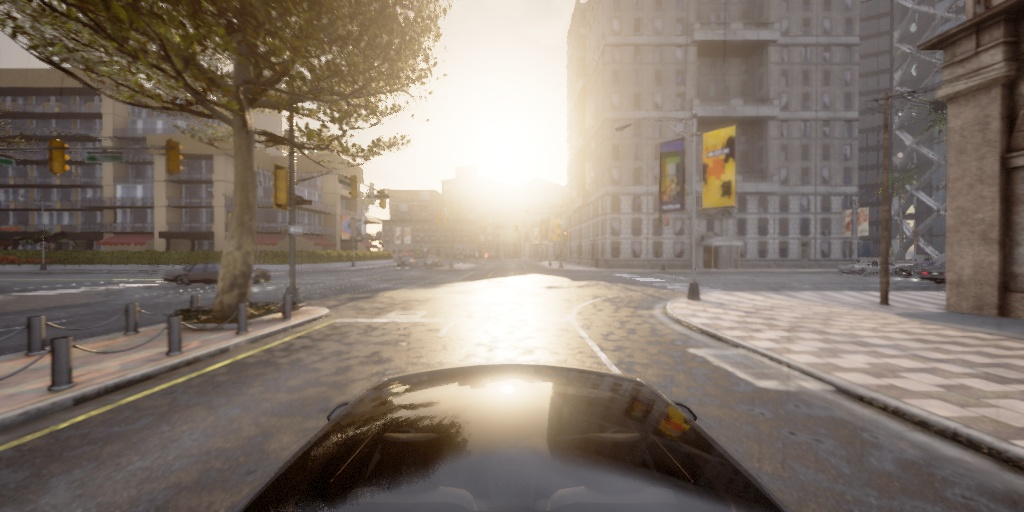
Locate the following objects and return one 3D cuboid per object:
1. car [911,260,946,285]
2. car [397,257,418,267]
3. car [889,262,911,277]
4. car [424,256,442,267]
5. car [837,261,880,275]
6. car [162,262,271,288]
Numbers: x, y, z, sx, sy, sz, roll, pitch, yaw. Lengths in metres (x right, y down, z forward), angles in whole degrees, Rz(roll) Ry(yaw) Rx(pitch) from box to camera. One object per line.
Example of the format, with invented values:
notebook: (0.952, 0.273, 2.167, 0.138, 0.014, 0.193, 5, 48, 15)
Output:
car: (28.116, 1.120, 21.698, 5.357, 1.411, 2.033, 0, 1, 0)
car: (-14.951, 0.860, 51.329, 1.994, 1.385, 4.181, 0, 1, 1)
car: (34.230, 1.053, 28.770, 5.357, 1.411, 2.033, 0, 1, 0)
car: (-11.440, 0.782, 52.012, 2.128, 1.511, 4.902, 0, 1, 1)
car: (32.275, 1.075, 32.282, 4.718, 1.301, 1.895, 0, 1, 0)
car: (-17.655, 1.078, 21.548, 5.357, 1.411, 2.033, 0, 1, 0)
